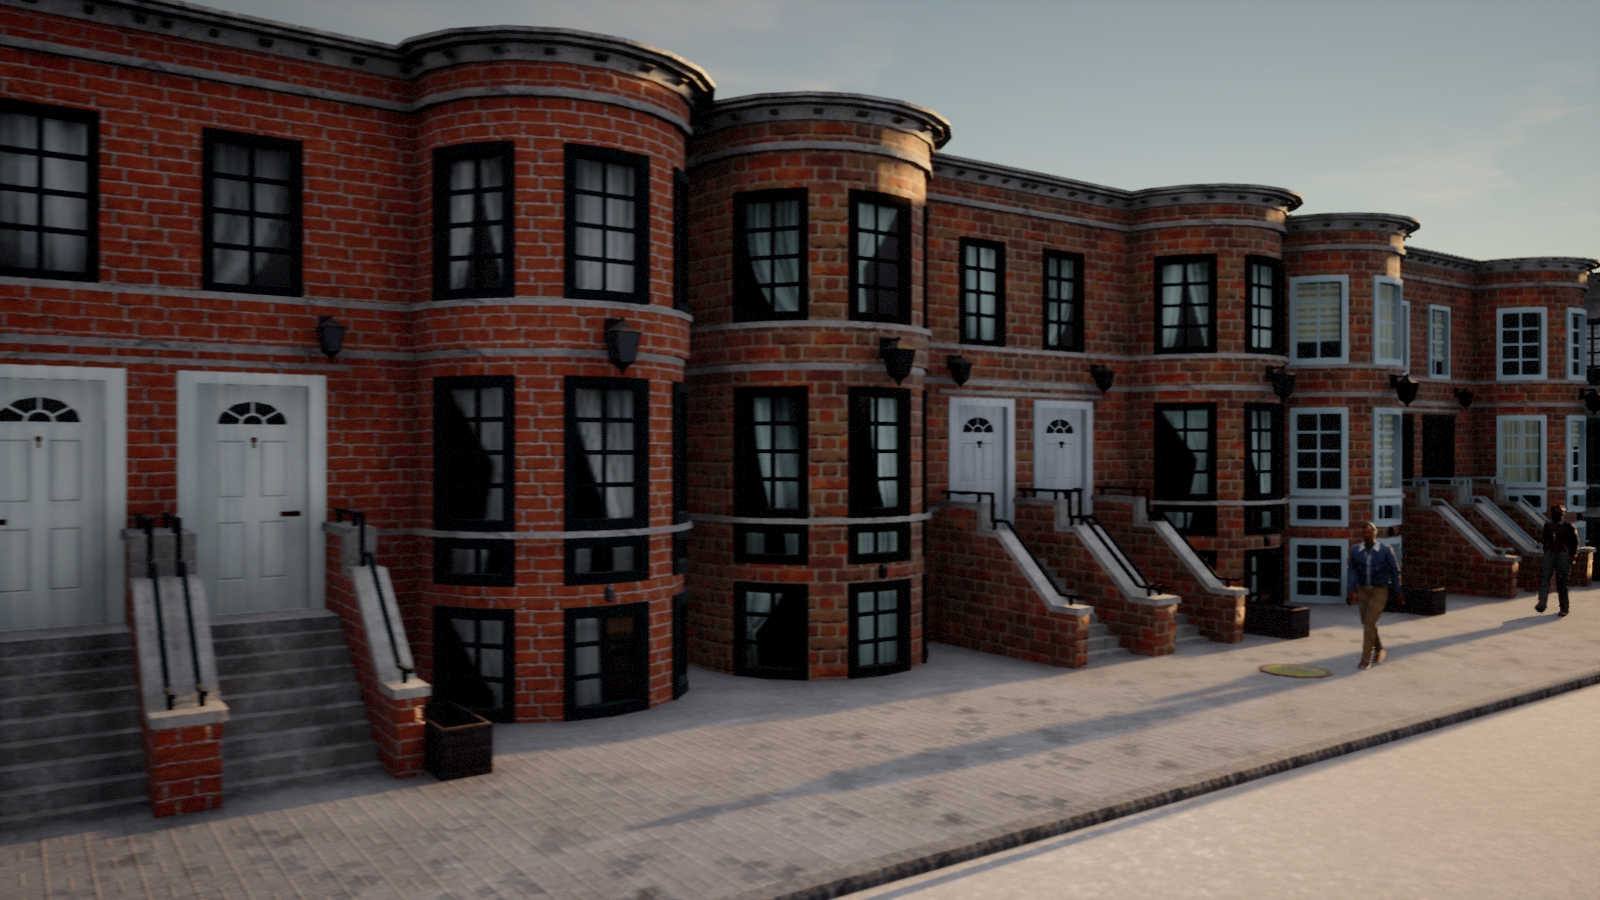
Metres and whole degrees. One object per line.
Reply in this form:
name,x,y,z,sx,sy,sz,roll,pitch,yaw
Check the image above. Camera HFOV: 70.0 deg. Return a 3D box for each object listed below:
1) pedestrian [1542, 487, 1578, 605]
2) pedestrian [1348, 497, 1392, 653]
pedestrian,12.200,1.524,18.336,0.375,1.860,0.375,0,0,-35
pedestrian,7.044,1.525,14.117,0.375,1.860,0.375,0,0,-42
